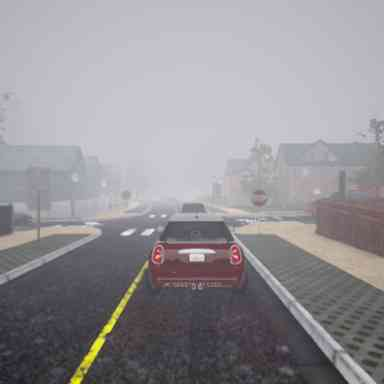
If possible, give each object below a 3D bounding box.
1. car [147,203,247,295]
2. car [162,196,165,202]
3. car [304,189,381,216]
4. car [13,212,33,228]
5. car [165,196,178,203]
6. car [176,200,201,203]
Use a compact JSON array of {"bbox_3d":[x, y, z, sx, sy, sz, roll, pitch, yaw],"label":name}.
[{"bbox_3d":[0.099,1.327,8.793,2.097,1.767,4.553,0,0,0],"label":"car"},{"bbox_3d":[-5.820,1.599,78.039,1.812,1.442,4.674,0,-1,-12],"label":"car"},{"bbox_3d":[11.566,0.843,25.508,5.566,2.045,2.150,-2,0,1],"label":"car"},{"bbox_3d":[-13.561,1.694,22.684,5.008,1.535,1.882,-1,0,-1],"label":"car"},{"bbox_3d":[-3.939,1.641,68.546,1.994,1.385,4.181,0,0,-10],"label":"car"},{"bbox_3d":[0.084,1.429,22.279,1.837,1.490,4.892,0,0,0],"label":"car"}]
